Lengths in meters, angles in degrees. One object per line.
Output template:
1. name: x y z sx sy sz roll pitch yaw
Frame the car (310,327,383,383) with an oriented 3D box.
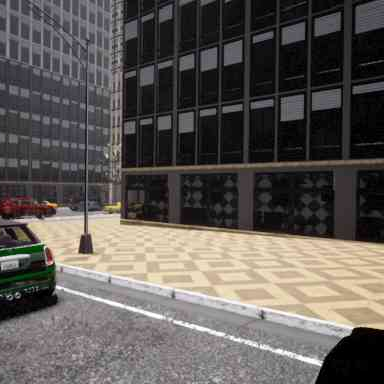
1. car: 2.966 1.601 1.565 4.718 1.301 1.895 0 0 36

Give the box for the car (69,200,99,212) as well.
1. car: -13.308 1.766 42.125 1.994 1.385 4.181 1 0 36

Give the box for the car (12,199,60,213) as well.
1. car: -18.444 1.641 39.553 1.752 1.417 4.829 1 0 37

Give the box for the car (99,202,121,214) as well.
1. car: -8.150 1.829 39.372 1.752 1.417 4.829 1 0 37

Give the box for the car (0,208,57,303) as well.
1. car: -5.033 1.348 7.283 4.553 1.767 2.097 0 0 36

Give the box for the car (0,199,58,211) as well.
1. car: -14.963 1.518 30.172 2.192 1.841 5.009 1 0 37
